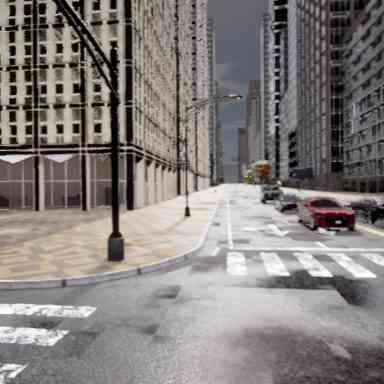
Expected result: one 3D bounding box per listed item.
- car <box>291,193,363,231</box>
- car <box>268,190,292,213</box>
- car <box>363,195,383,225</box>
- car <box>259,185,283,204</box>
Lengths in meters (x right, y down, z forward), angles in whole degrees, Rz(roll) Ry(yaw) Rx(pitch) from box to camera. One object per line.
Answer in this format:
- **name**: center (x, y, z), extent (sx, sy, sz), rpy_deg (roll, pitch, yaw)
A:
- **car**: center (6.713, 0.991, 17.136), extent (1.882, 1.535, 5.008), rpy_deg (0, 1, 6)
- **car**: center (7.754, 0.818, 26.900), extent (2.033, 1.411, 5.357), rpy_deg (0, 1, 6)
- **car**: center (10.330, 0.930, 18.771), extent (2.128, 1.511, 4.902), rpy_deg (0, 1, 6)
- **car**: center (8.890, 0.226, 37.541), extent (2.150, 2.045, 5.566), rpy_deg (0, 1, 6)
